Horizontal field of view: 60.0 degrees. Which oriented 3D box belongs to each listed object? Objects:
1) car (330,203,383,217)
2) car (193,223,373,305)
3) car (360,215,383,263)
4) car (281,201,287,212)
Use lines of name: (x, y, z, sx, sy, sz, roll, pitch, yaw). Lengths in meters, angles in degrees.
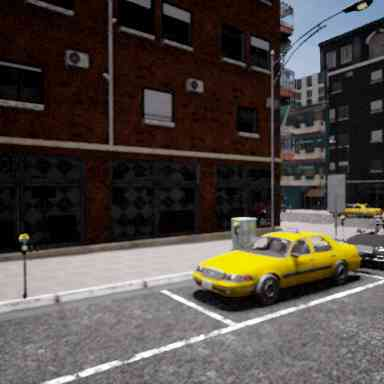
car: (16.215, 1.797, 33.086, 1.752, 1.417, 4.829, -1, 0, -36)
car: (2.271, 1.584, 8.190, 4.829, 1.417, 1.752, 1, -1, -35)
car: (7.022, 1.663, 11.575, 4.403, 1.369, 2.008, 1, -1, -35)
car: (9.876, 1.740, 41.950, 1.967, 1.590, 4.097, -1, 0, -36)
